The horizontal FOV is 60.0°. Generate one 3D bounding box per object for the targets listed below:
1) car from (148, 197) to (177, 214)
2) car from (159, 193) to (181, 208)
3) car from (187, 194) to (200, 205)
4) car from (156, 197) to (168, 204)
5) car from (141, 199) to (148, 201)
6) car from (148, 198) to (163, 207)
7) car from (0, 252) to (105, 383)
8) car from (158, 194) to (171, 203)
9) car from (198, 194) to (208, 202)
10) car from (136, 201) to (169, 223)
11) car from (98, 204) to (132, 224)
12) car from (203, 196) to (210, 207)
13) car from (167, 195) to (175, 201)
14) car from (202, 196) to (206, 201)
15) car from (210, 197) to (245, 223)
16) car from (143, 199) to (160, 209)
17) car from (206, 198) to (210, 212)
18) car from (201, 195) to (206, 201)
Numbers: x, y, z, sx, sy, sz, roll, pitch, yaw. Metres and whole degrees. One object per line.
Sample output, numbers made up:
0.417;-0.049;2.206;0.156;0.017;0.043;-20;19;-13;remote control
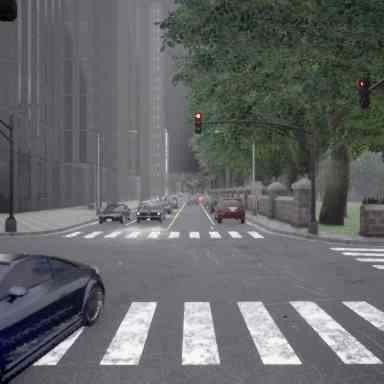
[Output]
-3.044;1.568;35.448;2.033;1.411;5.357;0;0;1;car
-3.023;1.384;45.723;2.097;1.767;4.553;0;0;0;car
0.189;1.595;59.296;2.033;1.411;5.357;0;0;0;car
-5.672;1.634;63.387;1.802;1.307;4.206;0;0;0;car
-5.703;1.578;41.558;2.008;1.369;4.403;0;0;0;car
-5.688;1.622;52.473;1.802;1.307;4.206;0;0;0;car
-2.831;1.571;4.466;1.994;1.385;4.181;0;0;10;car
-5.664;1.373;68.844;2.192;1.841;5.009;0;0;0;car
2.496;1.423;75.811;2.097;1.767;4.553;0;0;0;car
-3.063;1.612;25.630;1.895;1.301;4.718;0;0;0;car
-5.727;1.576;25.188;1.947;1.339;4.313;0;0;0;car
2.822;1.578;41.553;2.008;1.369;4.403;0;0;0;car
-5.633;1.532;90.672;1.967;1.590;4.097;0;0;0;car
2.830;1.584;47.010;2.008;1.369;4.403;0;0;0;car
2.798;1.325;25.185;2.192;1.841;5.009;0;0;0;car
-5.696;1.615;47.015;1.802;1.307;4.206;0;0;0;car
2.814;1.587;36.097;1.947;1.339;4.313;0;0;0;car
2.838;1.480;52.467;1.967;1.590;4.097;0;0;0;car
